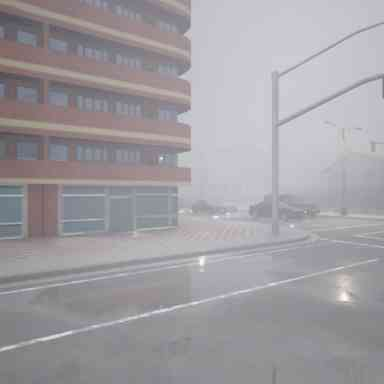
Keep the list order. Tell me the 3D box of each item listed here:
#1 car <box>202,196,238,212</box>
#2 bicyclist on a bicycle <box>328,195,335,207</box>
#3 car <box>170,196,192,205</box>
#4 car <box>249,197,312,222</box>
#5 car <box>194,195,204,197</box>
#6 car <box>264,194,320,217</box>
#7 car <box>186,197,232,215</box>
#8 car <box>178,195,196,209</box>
[{"bbox_3d":[3.256,1.526,38.348,1.812,1.442,4.674,0,0,-35],"label":"car"},{"bbox_3d":[19.295,1.301,45.856,1.656,1.620,0.582,0,0,-35],"label":"bicyclist on a bicycle"},{"bbox_3d":[-2.124,1.526,60.506,1.812,1.442,4.674,0,0,-34],"label":"car"},{"bbox_3d":[6.808,1.478,26.973,1.882,1.535,5.008,0,0,-34],"label":"car"},{"bbox_3d":[0.728,1.352,62.452,2.097,1.767,4.553,0,0,-35],"label":"car"},{"bbox_3d":[8.795,1.221,30.302,2.150,2.045,5.566,0,0,-34],"label":"car"},{"bbox_3d":[1.685,1.526,34.449,1.812,1.442,4.674,0,0,-35],"label":"car"},{"bbox_3d":[-1.989,1.505,45.952,1.837,1.490,4.892,0,0,-34],"label":"car"}]
